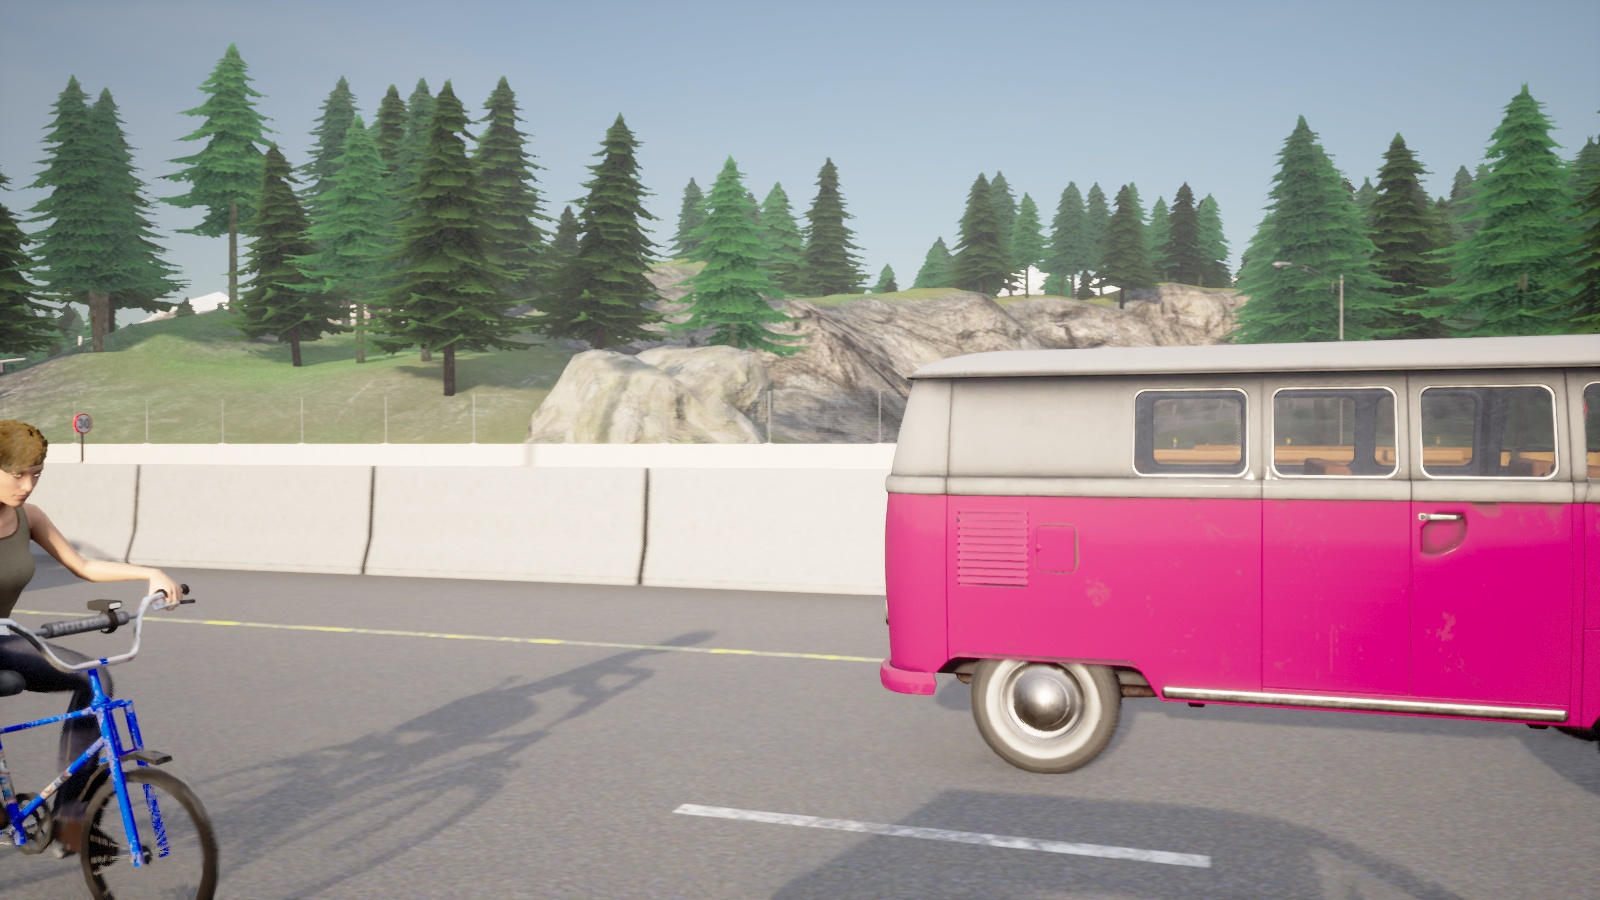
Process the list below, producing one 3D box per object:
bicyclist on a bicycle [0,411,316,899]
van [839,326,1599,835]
[{"bbox_3d":[-2.474,0.689,4.030,1.509,1.612,0.866,1,1,19],"label":"bicyclist on a bicycle"},{"bbox_3d":[2.577,0.493,6.015,4.442,1.987,1.775,1,1,19],"label":"van"}]
